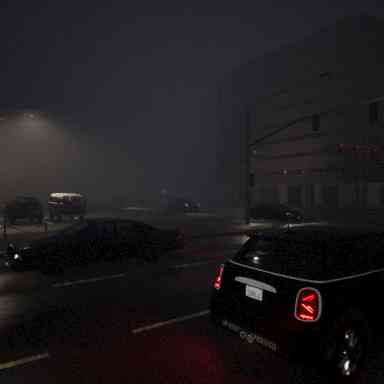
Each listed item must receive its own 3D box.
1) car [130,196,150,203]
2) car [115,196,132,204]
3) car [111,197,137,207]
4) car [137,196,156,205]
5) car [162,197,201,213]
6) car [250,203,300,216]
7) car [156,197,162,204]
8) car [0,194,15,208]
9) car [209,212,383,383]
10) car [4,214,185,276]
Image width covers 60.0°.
[{"bbox_3d":[-10.986,1.601,69.677,2.033,1.411,5.357,0,0,-35],"label":"car"},{"bbox_3d":[-14.023,1.619,67.943,1.994,1.385,4.181,0,0,-35],"label":"car"},{"bbox_3d":[-10.821,1.548,51.046,2.128,1.511,4.902,0,0,-35],"label":"car"},{"bbox_3d":[-8.966,1.581,60.823,1.812,1.442,4.674,0,0,-36],"label":"car"},{"bbox_3d":[-1.006,1.408,37.200,2.097,1.767,4.553,0,0,-35],"label":"car"},{"bbox_3d":[6.540,1.578,26.176,1.812,1.442,4.674,0,0,-31],"label":"car"},{"bbox_3d":[-5.472,1.581,61.948,1.812,1.442,4.674,0,0,-35],"label":"car"},{"bbox_3d":[-31.779,1.209,56.421,1.932,1.855,4.605,0,0,-35],"label":"car"},{"bbox_3d":[2.554,1.352,5.625,4.553,1.767,2.097,0,0,-35],"label":"car"},{"bbox_3d":[-2.818,1.547,10.521,5.357,1.411,2.033,0,0,-35],"label":"car"}]
